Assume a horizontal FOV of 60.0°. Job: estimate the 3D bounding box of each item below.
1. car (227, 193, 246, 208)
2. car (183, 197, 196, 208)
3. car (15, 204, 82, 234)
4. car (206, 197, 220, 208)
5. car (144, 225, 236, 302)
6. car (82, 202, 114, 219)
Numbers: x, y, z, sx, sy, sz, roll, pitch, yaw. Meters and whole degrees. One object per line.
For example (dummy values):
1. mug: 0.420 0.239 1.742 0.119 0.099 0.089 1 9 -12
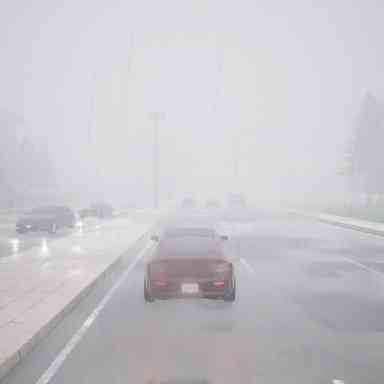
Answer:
1. car: 6.558 1.221 49.221 2.150 2.045 5.566 0 0 -1
2. car: -0.442 1.505 49.194 1.837 1.490 4.892 0 0 -1
3. car: -8.246 1.505 19.180 1.837 1.490 4.892 0 0 0
4. car: 3.058 1.526 49.235 1.812 1.442 4.674 0 0 -1
5. car: -0.057 1.526 8.148 1.812 1.442 4.674 0 0 -1
6. car: -8.284 1.601 29.124 1.895 1.301 4.718 0 0 0
